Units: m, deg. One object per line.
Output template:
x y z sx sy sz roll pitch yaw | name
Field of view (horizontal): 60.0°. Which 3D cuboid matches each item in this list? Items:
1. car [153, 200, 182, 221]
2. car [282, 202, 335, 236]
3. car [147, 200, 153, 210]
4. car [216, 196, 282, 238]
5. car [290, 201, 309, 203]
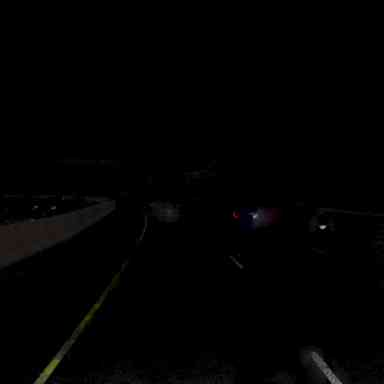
-1.991 1.576 27.507 1.994 1.385 4.181 0 0 -8 | car
6.120 1.525 18.437 1.812 1.442 4.674 0 0 -5 | car
-4.738 1.622 42.733 1.895 1.301 4.718 0 0 -13 | car
2.682 1.225 17.811 2.150 2.045 5.566 0 0 -5 | car
8.614 1.477 27.512 1.882 1.535 5.008 0 0 -7 | car
